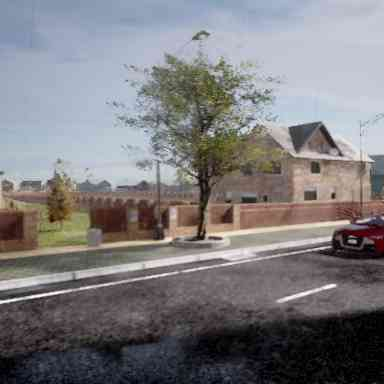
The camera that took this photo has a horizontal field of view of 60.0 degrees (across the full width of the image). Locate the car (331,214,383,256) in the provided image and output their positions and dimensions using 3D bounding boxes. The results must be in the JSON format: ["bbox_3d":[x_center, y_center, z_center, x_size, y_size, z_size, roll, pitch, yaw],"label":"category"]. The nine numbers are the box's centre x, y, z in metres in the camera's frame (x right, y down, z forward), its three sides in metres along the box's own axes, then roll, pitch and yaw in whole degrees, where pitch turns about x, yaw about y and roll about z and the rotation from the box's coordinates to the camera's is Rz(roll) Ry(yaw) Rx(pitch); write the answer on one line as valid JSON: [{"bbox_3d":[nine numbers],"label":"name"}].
[{"bbox_3d":[7.250,1.556,12.841,4.181,1.385,1.994,0,0,-35],"label":"car"}]
